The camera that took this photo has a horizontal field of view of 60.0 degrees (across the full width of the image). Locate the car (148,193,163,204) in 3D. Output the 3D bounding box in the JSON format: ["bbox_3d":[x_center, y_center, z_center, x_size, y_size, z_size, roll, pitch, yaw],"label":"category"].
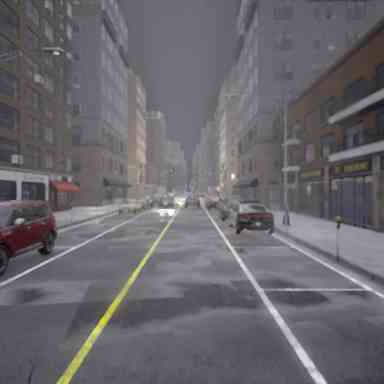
[{"bbox_3d":[-5.855,1.064,54.093,1.967,1.590,4.097,0,0,0],"label":"car"}]

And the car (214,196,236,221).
[{"bbox_3d":[3.111,1.165,25.213,2.097,1.767,4.553,0,0,0],"label":"car"}]

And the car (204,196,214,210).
[{"bbox_3d":[2.673,1.273,37.624,1.887,1.381,4.507,0,0,0],"label":"car"}]

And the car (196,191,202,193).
[{"bbox_3d":[2.530,0.951,92.533,1.887,1.381,4.507,0,0,-1],"label":"car"}]

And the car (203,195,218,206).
[{"bbox_3d":[2.671,1.209,48.607,2.008,1.369,4.403,0,0,0],"label":"car"}]

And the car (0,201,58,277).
[{"bbox_3d":[-5.849,1.237,10.149,2.192,1.841,5.009,1,0,0],"label":"car"}]

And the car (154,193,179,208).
[{"bbox_3d":[-3.093,1.198,41.219,2.128,1.511,4.902,0,0,0],"label":"car"}]

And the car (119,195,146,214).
[{"bbox_3d":[-5.853,1.292,31.952,1.752,1.417,4.829,0,0,0],"label":"car"}]

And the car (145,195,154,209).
[{"bbox_3d":[-5.854,1.280,37.614,2.008,1.369,4.403,0,0,0],"label":"car"}]

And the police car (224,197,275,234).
[{"bbox_3d":[3.133,1.286,18.354,1.930,1.638,5.238,0,0,0],"label":"police car"}]

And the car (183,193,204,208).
[{"bbox_3d":[0.066,1.190,42.214,2.128,1.511,4.902,0,0,0],"label":"car"}]

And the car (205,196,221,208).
[{"bbox_3d":[2.672,1.237,43.115,1.887,1.381,4.507,0,0,0],"label":"car"}]
